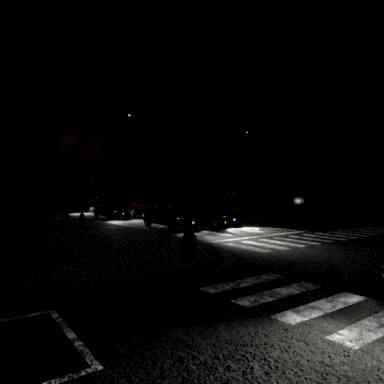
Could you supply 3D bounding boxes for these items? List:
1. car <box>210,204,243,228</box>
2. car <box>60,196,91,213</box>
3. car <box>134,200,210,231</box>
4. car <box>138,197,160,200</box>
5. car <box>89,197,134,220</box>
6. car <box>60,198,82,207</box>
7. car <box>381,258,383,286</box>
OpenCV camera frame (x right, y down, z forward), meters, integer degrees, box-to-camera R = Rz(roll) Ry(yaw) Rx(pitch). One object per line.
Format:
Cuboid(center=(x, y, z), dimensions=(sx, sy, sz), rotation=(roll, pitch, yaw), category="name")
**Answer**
Cuboid(center=(1.476, 1.537, 22.328), dimensions=(1.994, 1.385, 4.181), rotation=(0, 0, -36), category="car")
Cuboid(center=(-13.090, 1.494, 37.031), dimensions=(2.033, 1.411, 5.357), rotation=(0, 0, -36), category="car")
Cuboid(center=(-1.376, 1.469, 20.730), dimensions=(2.128, 1.511, 4.902), rotation=(0, 0, -36), category="car")
Cuboid(center=(-3.511, 1.312, 29.272), dimensions=(2.097, 1.767, 4.553), rotation=(0, 0, -36), category="car")
Cuboid(center=(-6.869, 1.468, 28.376), dimensions=(1.837, 1.490, 4.892), rotation=(0, 0, -36), category="car")
Cuboid(center=(-18.190, 1.523, 49.859), dimensions=(1.895, 1.301, 4.718), rotation=(0, 0, -36), category="car")
Cuboid(center=(6.355, 1.493, 7.872), dimensions=(4.902, 1.511, 2.128), rotation=(0, 0, -35), category="car")
